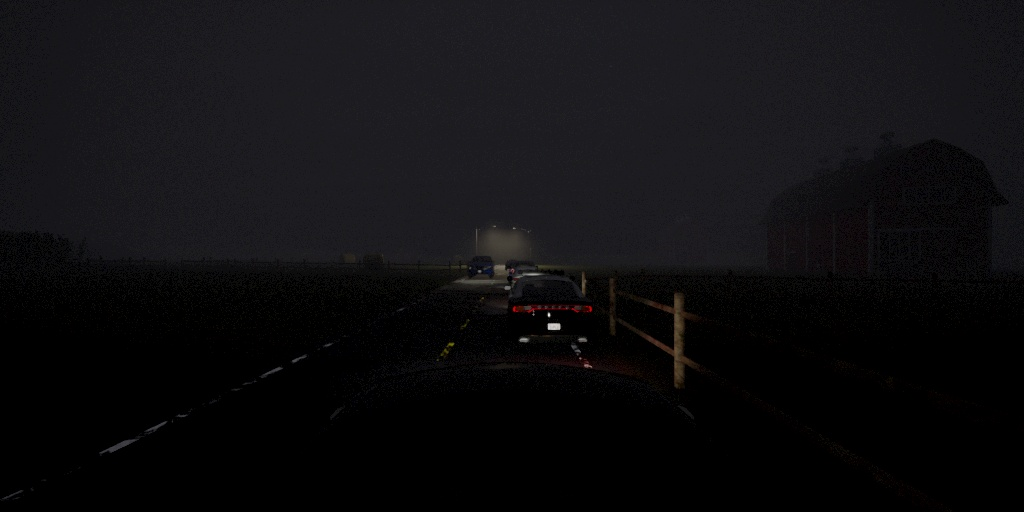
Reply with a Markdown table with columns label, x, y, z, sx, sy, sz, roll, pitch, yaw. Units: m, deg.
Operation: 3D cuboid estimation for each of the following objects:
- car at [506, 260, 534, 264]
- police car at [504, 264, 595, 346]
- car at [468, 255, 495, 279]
| label | x | y | z | sx | sy | sz | roll | pitch | yaw |
| --- | --- | --- | --- | --- | --- | --- | --- | --- | --- |
| car | 0.811 | 1.099 | 25.447 | 2.097 | 1.767 | 4.553 | 0 | 0 | 0 |
| police car | 0.820 | 1.174 | 9.587 | 1.930 | 1.638 | 5.238 | 0 | 0 | 0 |
| car | -2.767 | 0.967 | 33.296 | 2.150 | 2.045 | 5.566 | 0 | 0 | 0 |
